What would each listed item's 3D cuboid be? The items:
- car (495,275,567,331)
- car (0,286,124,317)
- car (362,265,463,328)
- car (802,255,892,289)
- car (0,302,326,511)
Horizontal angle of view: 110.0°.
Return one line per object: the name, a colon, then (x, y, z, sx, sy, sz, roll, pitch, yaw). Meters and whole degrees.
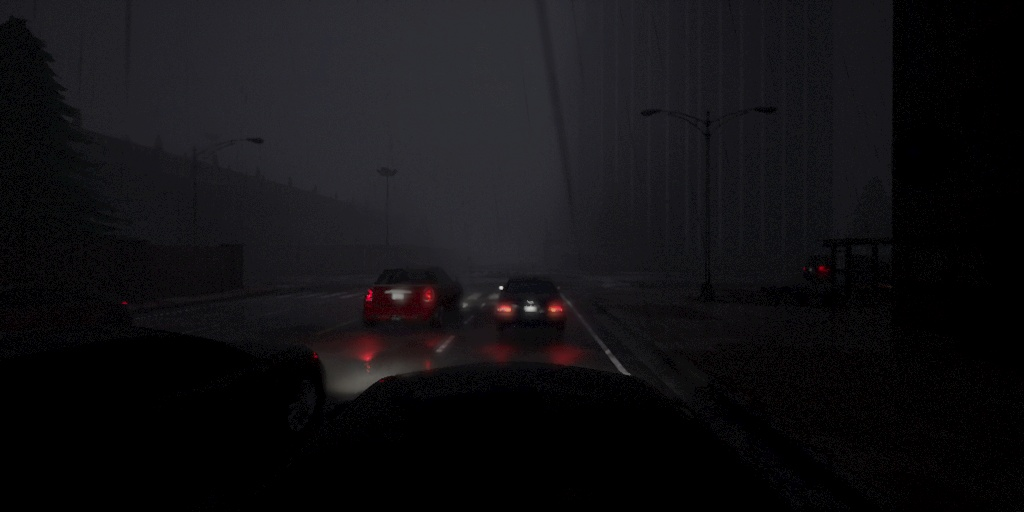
car: (0.539, 1.273, 10.849, 2.033, 1.411, 5.357, 0, 0, 2)
car: (-10.363, 1.302, 7.025, 1.994, 1.385, 4.181, 0, 0, 3)
car: (-2.903, 1.076, 11.503, 2.097, 1.767, 4.553, 0, 0, 2)
car: (21.785, 0.967, 22.756, 5.566, 2.045, 2.150, 0, 0, 4)
car: (-3.189, 1.250, 2.454, 1.837, 1.490, 4.892, 0, -1, 0)
